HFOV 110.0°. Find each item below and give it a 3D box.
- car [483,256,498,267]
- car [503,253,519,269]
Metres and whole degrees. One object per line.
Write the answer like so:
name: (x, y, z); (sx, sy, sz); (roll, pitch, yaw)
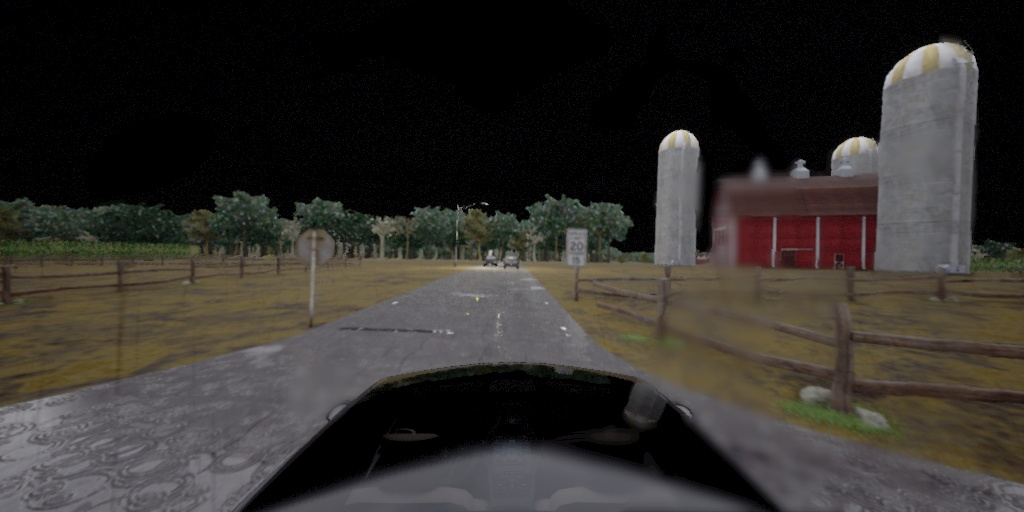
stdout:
car: (-2.846, 0.671, 48.837); (2.033, 1.411, 5.357); (2, 0, 0)
car: (-0.081, 0.749, 43.833); (2.128, 1.511, 4.902); (2, 0, 0)
